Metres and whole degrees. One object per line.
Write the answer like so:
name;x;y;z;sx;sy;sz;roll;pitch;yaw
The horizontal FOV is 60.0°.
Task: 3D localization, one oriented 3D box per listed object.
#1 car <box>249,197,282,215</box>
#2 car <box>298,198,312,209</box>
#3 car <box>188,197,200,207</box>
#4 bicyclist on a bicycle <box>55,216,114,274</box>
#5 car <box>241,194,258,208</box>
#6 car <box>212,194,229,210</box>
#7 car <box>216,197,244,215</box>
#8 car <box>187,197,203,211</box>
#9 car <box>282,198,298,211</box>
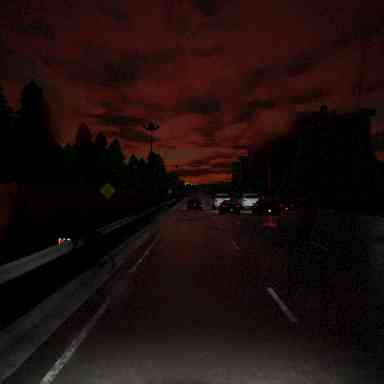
car;7.295;1.505;33.596;1.837;1.490;4.892;0;0;0
car;14.344;1.477;44.306;1.882;1.535;5.008;0;0;0
car;0.268;1.525;51.025;1.812;1.442;4.674;0;0;0
bicyclist on a bicycle;-2.909;1.492;9.095;1.656;1.620;0.582;4;0;0
car;7.339;1.221;43.506;2.150;2.045;5.566;0;0;0
car;3.837;1.221;43.944;2.150;2.045;5.566;0;0;0
car;3.798;1.526;34.029;1.812;1.442;4.674;0;0;0
car;0.341;1.547;40.675;2.033;1.411;5.357;0;0;0
car;10.829;1.601;40.215;1.895;1.301;4.718;0;0;0
